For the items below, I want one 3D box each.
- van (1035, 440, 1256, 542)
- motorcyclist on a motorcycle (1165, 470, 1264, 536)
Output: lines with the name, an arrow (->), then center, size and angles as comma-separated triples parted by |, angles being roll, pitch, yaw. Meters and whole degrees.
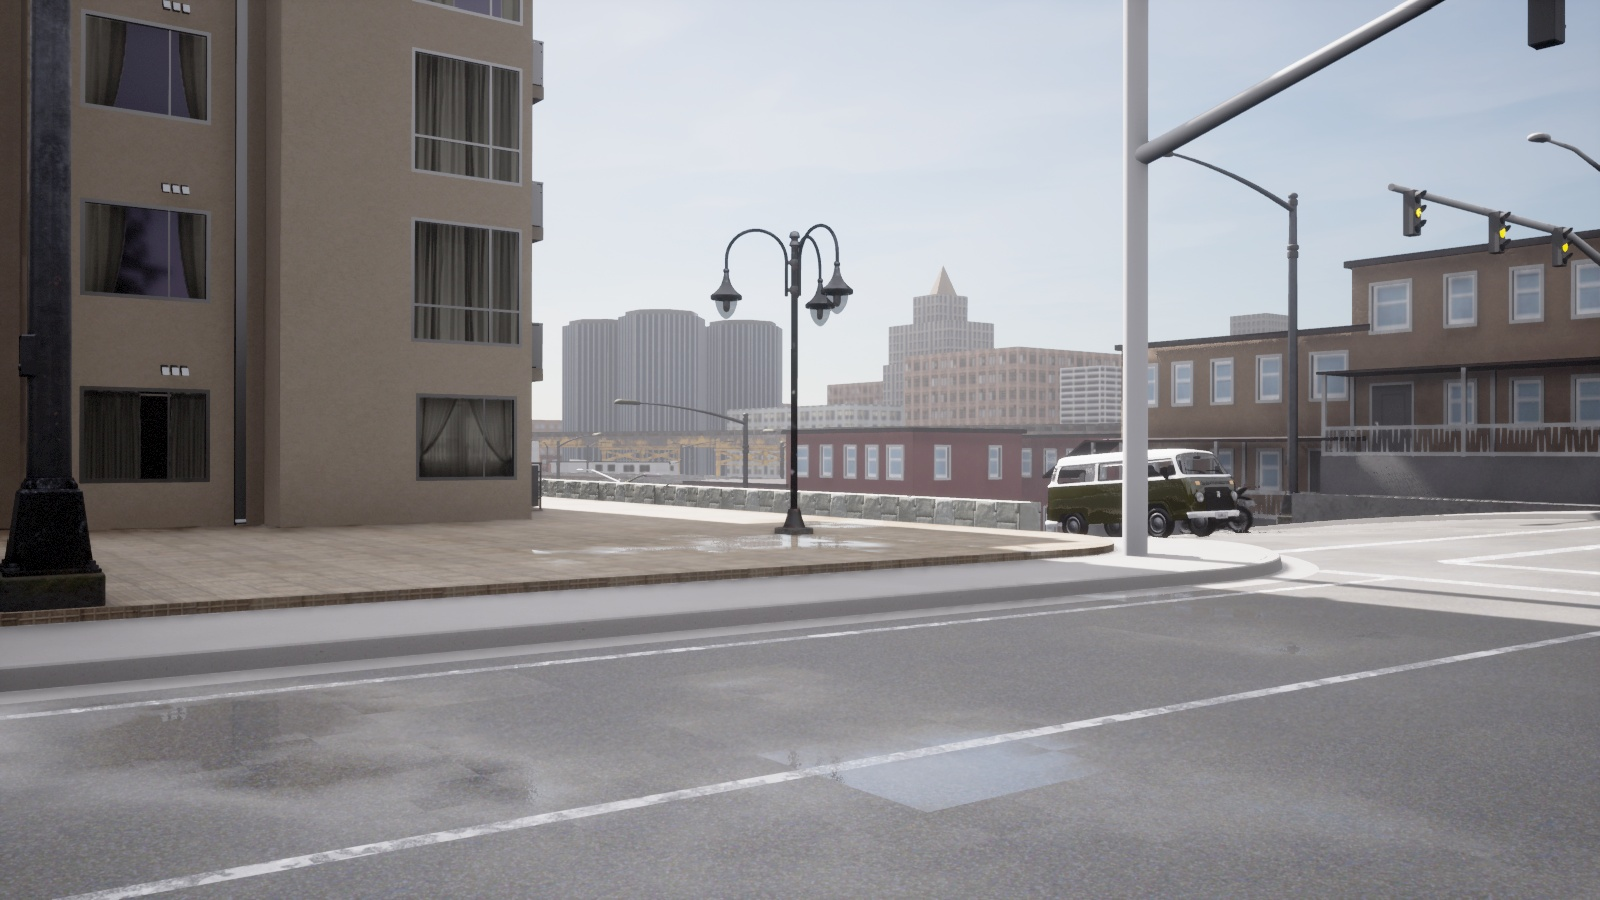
van -> 7.825, 0.996, 28.884 | 2.069, 2.038, 4.480 | 0, -5, -36
motorcyclist on a motorcycle -> 10.335, 1.352, 31.392 | 0.866, 1.530, 2.191 | 0, -5, -36
